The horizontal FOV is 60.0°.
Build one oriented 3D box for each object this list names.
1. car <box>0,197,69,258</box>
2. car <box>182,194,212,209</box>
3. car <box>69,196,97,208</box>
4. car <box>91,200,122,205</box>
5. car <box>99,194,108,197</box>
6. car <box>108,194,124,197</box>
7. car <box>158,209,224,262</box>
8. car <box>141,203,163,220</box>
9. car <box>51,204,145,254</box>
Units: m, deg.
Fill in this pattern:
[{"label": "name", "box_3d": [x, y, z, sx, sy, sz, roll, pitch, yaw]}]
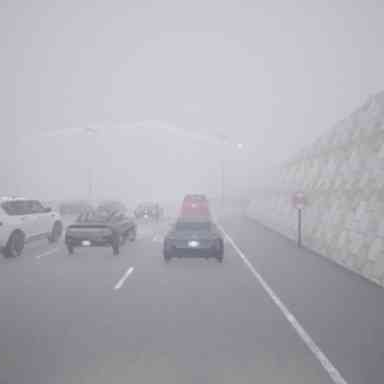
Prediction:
[{"label": "car", "box_3d": [-6.935, 1.193, 12.732, 2.150, 2.045, 5.566, 0, 0, 0]}, {"label": "car", "box_3d": [0.421, 1.158, 27.746, 2.150, 2.045, 5.566, 0, 0, 5]}, {"label": "car", "box_3d": [-10.426, 1.406, 30.361, 1.882, 1.535, 5.008, 0, 0, 0]}, {"label": "car", "box_3d": [-6.932, 1.439, 28.899, 1.837, 1.490, 4.892, 0, 1, 0]}, {"label": "car", "box_3d": [-24.508, 1.309, 92.259, 2.128, 1.511, 4.902, 0, 0, 0]}, {"label": "car", "box_3d": [-21.008, 1.308, 92.259, 1.812, 1.442, 4.674, 0, 0, 0]}, {"label": "car", "box_3d": [0.061, 1.535, 12.077, 1.994, 1.385, 4.181, 0, 0, 0]}, {"label": "car", "box_3d": [-3.441, 1.536, 27.391, 1.895, 1.301, 4.718, 0, 0, 0]}, {"label": "car", "box_3d": [-3.432, 1.459, 13.276, 2.128, 1.511, 4.902, 0, 0, 0]}]
